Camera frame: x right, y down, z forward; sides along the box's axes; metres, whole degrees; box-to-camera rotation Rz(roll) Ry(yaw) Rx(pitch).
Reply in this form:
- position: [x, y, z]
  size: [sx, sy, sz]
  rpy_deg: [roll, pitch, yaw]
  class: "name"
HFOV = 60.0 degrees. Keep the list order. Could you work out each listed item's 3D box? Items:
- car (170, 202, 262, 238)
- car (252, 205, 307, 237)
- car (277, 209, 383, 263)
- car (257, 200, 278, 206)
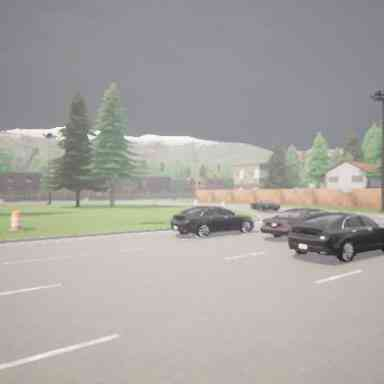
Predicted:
- position: [1.165, 1.484, 17.539]
  size: [4.892, 1.490, 1.837]
  rpy_deg: [0, 0, -36]
  class: "car"
- position: [5.734, 1.521, 16.435]
  size: [5.357, 1.411, 2.033]
  rpy_deg: [0, 0, -35]
  class: "car"
- position: [5.491, 1.484, 11.963]
  size: [4.892, 1.490, 1.837]
  rpy_deg: [0, 0, -36]
  class: "car"
- position: [8.019, 1.549, 37.258]
  size: [1.895, 1.301, 4.718]
  rpy_deg: [0, 0, -10]
  class: "car"
